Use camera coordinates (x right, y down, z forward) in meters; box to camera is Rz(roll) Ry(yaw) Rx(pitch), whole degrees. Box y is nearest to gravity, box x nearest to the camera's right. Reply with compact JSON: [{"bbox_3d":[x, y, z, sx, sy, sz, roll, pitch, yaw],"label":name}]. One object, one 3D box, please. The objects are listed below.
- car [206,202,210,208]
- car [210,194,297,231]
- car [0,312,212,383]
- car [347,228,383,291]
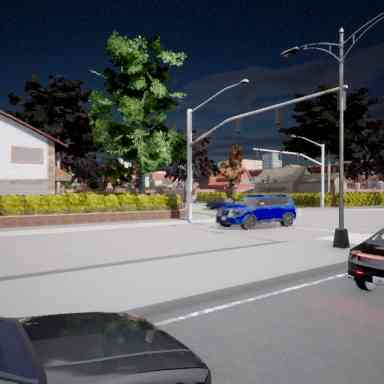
[{"bbox_3d":[3.823,1.451,38.443,2.033,1.411,5.357,0,0,-36],"label":"car"},{"bbox_3d":[4.111,1.171,20.609,5.566,2.045,2.150,0,0,-34],"label":"car"},{"bbox_3d":[-2.361,1.543,2.060,5.357,1.411,2.033,0,0,-36],"label":"car"},{"bbox_3d":[5.573,1.474,7.720,4.902,1.511,2.128,0,0,-35],"label":"car"}]
